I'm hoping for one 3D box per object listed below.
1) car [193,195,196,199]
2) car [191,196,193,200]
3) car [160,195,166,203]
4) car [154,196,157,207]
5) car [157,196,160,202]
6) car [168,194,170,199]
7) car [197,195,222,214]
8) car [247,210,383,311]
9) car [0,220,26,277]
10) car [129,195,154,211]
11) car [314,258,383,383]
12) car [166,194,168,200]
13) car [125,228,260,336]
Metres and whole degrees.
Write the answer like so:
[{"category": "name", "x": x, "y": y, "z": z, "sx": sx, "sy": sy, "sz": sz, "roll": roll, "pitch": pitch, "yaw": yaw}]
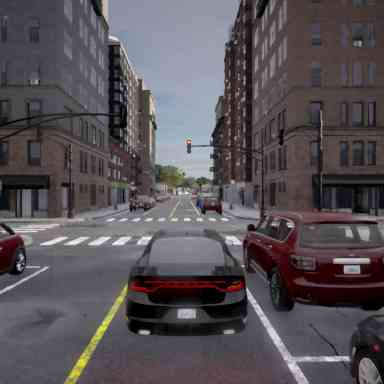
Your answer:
[{"category": "car", "x": 1.634, "y": 1.312, "z": 51.239, "sx": 2.192, "sy": 1.841, "sz": 5.009, "roll": 0, "pitch": 0, "yaw": -1}, {"category": "car", "x": 0.672, "y": 1.519, "z": 95.429, "sx": 1.752, "sy": 1.417, "sz": 4.829, "roll": 0, "pitch": 0, "yaw": -1}, {"category": "car", "x": -6.805, "y": 1.540, "z": 67.576, "sx": 1.887, "sy": 1.381, "sz": 4.507, "roll": 0, "pitch": 0, "yaw": -1}, {"category": "car", "x": -6.353, "y": 1.564, "z": 45.565, "sx": 1.947, "sy": 1.339, "sz": 4.313, "roll": 0, "pitch": 0, "yaw": -1}, {"category": "car", "x": -6.466, "y": 1.548, "z": 51.068, "sx": 2.008, "sy": 1.369, "sz": 4.403, "roll": 0, "pitch": 0, "yaw": -1}, {"category": "car", "x": -7.031, "y": 1.545, "z": 78.580, "sx": 2.008, "sy": 1.369, "sz": 4.403, "roll": 0, "pitch": 0, "yaw": -1}, {"category": "car", "x": 1.993, "y": 1.314, "z": 34.731, "sx": 2.192, "sy": 1.841, "sz": 5.009, "roll": 0, "pitch": 0, "yaw": -1}, {"category": "car", "x": 2.496, "y": 1.315, "z": 7.680, "sx": 2.192, "sy": 1.841, "sz": 5.009, "roll": 0, "pitch": 0, "yaw": -1}, {"category": "car", "x": -5.527, "y": 1.440, "z": 7.511, "sx": 1.967, "sy": 1.590, "sz": 4.097, "roll": 0, "pitch": 0, "yaw": -1}, {"category": "car", "x": -6.240, "y": 1.313, "z": 40.063, "sx": 2.192, "sy": 1.841, "sz": 5.009, "roll": 0, "pitch": 0, "yaw": -1}, {"category": "car", "x": 2.615, "y": 1.551, "z": 1.999, "sx": 2.008, "sy": 1.369, "sz": 4.403, "roll": 0, "pitch": 0, "yaw": -1}, {"category": "car", "x": -6.918, "y": 1.540, "z": 73.078, "sx": 1.887, "sy": 1.381, "sz": 4.507, "roll": 0, "pitch": 0, "yaw": -1}, {"category": "car", "x": -0.104, "y": 1.478, "z": 6.928, "sx": 1.882, "sy": 1.535, "sz": 5.008, "roll": 0, "pitch": 0, "yaw": -1}]
